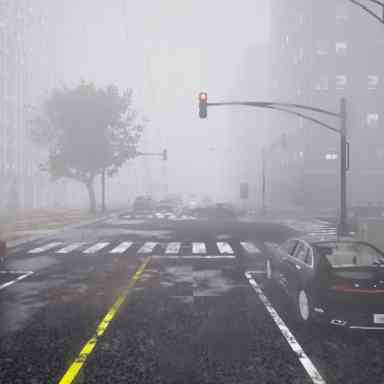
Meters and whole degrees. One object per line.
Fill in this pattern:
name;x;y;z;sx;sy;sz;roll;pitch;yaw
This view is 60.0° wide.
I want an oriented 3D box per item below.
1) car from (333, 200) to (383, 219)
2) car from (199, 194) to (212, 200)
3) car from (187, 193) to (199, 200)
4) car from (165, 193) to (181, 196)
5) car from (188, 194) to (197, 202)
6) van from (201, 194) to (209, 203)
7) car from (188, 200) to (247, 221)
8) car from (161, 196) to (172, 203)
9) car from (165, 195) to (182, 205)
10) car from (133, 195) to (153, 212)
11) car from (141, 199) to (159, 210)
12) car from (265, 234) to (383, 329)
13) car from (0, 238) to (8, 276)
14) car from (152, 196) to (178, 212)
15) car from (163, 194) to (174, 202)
car;13.478;1.350;26.255;4.403;1.369;2.008;-1;1;0
car;2.815;1.611;61.351;1.947;1.339;4.313;0;0;0
car;0.234;1.274;67.144;2.150;2.045;5.566;0;0;1
car;-2.930;1.264;59.660;2.150;2.045;5.566;0;0;3
car;0.162;1.428;78.821;2.097;1.767;4.553;0;0;0
van;2.837;1.402;72.397;1.690;1.788;3.998;0;0;0
car;2.033;1.614;27.131;4.718;1.301;1.895;0;0;44
car;-5.543;1.627;72.415;1.947;1.339;4.313;0;0;0
car;-3.000;1.578;49.017;2.033;1.411;5.357;0;0;0
car;-5.613;1.336;39.277;2.192;1.841;5.009;0;0;0
car;-5.601;1.592;44.800;1.947;1.339;4.313;0;0;0
car;2.701;1.551;6.872;2.008;1.369;4.403;0;0;0
car;-5.679;1.545;6.889;1.887;1.381;4.507;0;0;0
car;-3.023;1.568;38.564;2.033;1.411;5.357;0;0;0
car;-5.532;1.386;77.937;2.192;1.841;5.009;0;0;0
